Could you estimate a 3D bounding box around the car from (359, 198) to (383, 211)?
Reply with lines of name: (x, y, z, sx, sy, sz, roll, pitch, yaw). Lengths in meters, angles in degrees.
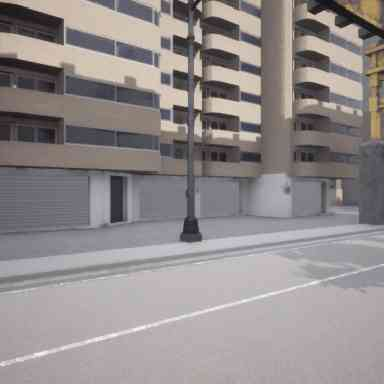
car: (19.625, 1.295, 34.404, 1.853, 1.218, 4.536, 0, 0, -10)
